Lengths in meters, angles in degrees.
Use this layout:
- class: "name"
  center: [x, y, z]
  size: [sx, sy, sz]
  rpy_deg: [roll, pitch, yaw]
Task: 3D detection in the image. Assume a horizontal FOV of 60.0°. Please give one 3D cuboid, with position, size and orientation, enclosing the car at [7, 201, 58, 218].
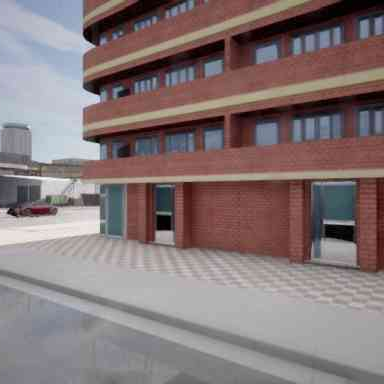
- class: "car"
  center: [-14.568, 1.560, 30.576]
  size: [1.994, 1.385, 4.181]
  rpy_deg: [0, 0, 34]
